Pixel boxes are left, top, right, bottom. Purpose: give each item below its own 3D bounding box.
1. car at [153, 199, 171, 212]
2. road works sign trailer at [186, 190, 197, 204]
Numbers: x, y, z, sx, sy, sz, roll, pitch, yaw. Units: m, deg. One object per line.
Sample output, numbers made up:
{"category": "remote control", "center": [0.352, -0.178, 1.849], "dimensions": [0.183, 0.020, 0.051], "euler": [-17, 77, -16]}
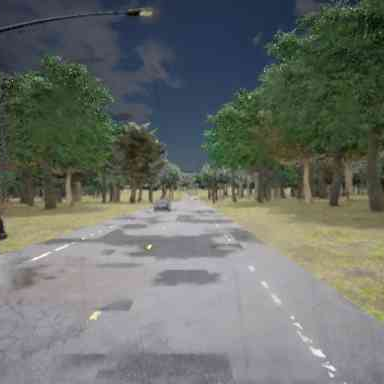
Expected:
{"category": "car", "center": [-3.588, 1.633, 40.732], "dimensions": [1.837, 1.490, 4.892], "euler": [0, 0, 0]}
{"category": "road works sign trailer", "center": [0.068, 1.137, 81.040], "dimensions": [2.380, 3.560, 2.880], "euler": [0, -1, -2]}
